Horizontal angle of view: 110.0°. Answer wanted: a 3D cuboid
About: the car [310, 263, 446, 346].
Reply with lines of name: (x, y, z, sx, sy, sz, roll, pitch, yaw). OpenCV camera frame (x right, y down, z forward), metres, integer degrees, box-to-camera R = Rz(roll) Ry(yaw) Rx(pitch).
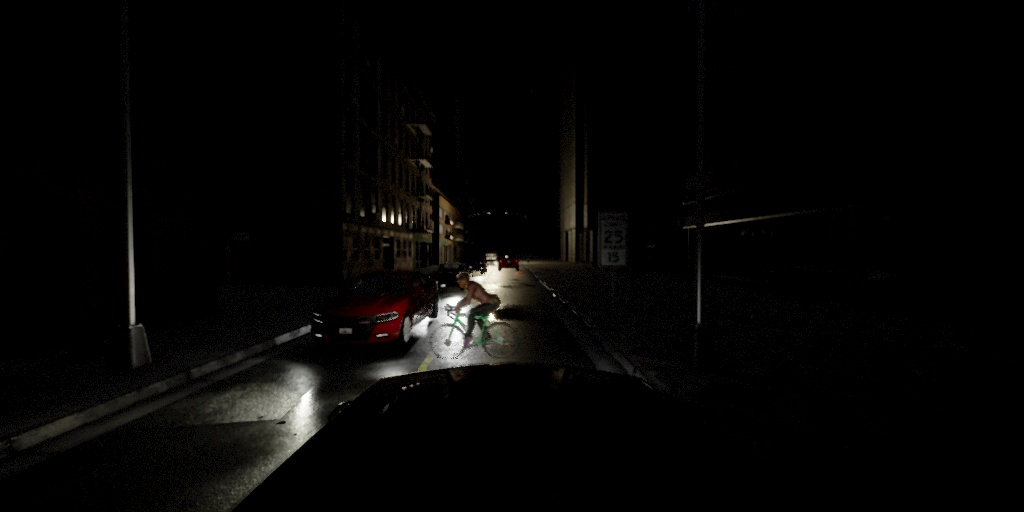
car: (-3.175, 1.105, 9.265, 1.882, 1.535, 5.008, 0, 1, -1)

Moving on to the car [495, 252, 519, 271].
car: (-0.350, 0.533, 37.395, 2.097, 1.767, 4.553, 0, 1, -1)

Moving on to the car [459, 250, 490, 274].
car: (-3.395, 0.482, 31.890, 2.150, 2.045, 5.566, 0, 2, 0)

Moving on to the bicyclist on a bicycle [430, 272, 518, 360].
bicyclist on a bicycle: (-0.712, 1.115, 6.614, 1.656, 1.620, 0.582, -2, 1, -1)

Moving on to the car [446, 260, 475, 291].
car: (-3.298, 1.066, 19.373, 1.895, 1.301, 4.718, 0, 1, -1)
